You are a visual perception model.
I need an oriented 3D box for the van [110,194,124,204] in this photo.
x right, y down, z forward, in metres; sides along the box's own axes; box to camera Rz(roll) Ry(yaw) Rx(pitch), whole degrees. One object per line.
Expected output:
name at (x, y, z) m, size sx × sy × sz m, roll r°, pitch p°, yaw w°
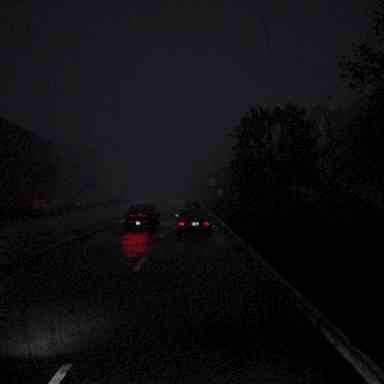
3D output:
van at (-15.571, 1.401, 66.874) m, size 1.878 × 1.987 × 4.442 m, roll 0°, pitch 0°, yaw 0°

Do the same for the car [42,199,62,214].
car at (-15.481, 1.536, 33.719) m, size 2.097 × 1.535 × 5.008 m, roll 0°, pitch 0°, yaw 0°

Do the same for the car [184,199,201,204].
car at (0.088, 1.592, 40.040) m, size 2.128 × 1.511 × 4.902 m, roll 0°, pitch 0°, yaw 0°

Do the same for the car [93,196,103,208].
car at (-15.525, 1.456, 50.322) m, size 2.185 × 1.767 × 4.553 m, roll 0°, pitch 0°, yaw 0°

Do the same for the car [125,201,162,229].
car at (-3.156, 1.560, 21.822) m, size 1.837 × 1.490 × 4.892 m, roll 0°, pitch 0°, yaw 0°

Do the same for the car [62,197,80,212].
car at (-15.496, 1.553, 39.245) m, size 2.231 × 1.521 × 4.892 m, roll 0°, pitch 0°, yaw 0°

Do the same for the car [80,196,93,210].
car at (-15.511, 1.441, 44.796) m, size 2.185 × 1.767 × 4.553 m, roll 0°, pitch 0°, yaw 0°

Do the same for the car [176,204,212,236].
car at (0.089, 1.594, 18.527) m, size 2.033 × 1.411 × 5.357 m, roll 0°, pitch 0°, yaw 0°

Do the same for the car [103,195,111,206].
car at (-15.542, 1.637, 55.943) m, size 2.002 × 1.452 × 4.674 m, roll 0°, pitch 0°, yaw 0°

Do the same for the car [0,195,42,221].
car at (-15.465, 1.270, 28.287) m, size 2.435 × 2.045 × 5.566 m, roll 0°, pitch 0°, yaw 0°

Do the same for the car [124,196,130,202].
car at (-15.588, 1.672, 72.485) m, size 2.163 × 1.488 × 4.792 m, roll 0°, pitch 0°, yaw 0°
